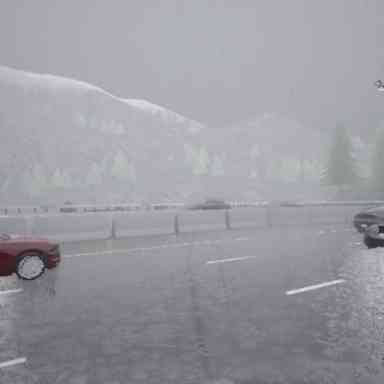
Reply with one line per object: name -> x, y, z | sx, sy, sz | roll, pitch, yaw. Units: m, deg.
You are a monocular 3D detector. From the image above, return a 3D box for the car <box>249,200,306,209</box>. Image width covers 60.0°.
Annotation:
car -> 7.647, 1.538, 28.764 | 5.357, 1.411, 2.033 | 0, 0, -27

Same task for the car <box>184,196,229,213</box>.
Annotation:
car -> 1.640, 1.314, 37.412 | 4.553, 1.767, 2.097 | 0, 0, -27

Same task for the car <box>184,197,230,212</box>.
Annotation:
car -> 1.507, 1.471, 33.396 | 4.892, 1.490, 1.837 | 0, 0, -28

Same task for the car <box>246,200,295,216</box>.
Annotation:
car -> 7.724, 1.512, 32.693 | 4.674, 1.442, 1.812 | 0, 0, -26

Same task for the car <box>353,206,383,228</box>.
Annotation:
car -> 11.085, 1.517, 18.459 | 4.892, 1.490, 1.837 | 0, 0, -28

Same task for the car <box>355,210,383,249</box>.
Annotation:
car -> 8.793, 1.575, 13.215 | 4.181, 1.385, 1.994 | 0, 0, -30

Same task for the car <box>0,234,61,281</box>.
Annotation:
car -> -5.846, 1.450, 8.084 | 5.008, 1.535, 1.882 | 0, 0, -35
